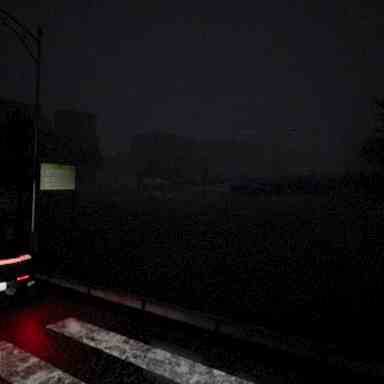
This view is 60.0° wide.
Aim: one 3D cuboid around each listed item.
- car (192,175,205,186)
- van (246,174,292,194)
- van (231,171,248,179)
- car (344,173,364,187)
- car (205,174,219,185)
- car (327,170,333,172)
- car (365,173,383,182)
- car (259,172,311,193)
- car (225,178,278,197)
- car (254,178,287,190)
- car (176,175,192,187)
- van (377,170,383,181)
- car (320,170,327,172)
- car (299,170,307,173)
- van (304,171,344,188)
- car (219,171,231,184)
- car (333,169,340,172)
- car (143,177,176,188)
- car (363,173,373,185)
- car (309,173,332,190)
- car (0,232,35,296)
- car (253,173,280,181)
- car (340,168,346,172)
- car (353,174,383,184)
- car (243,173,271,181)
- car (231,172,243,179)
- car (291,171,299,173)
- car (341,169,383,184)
[{"bbox_3d":[-0.785,-1.961,54.077,4.553,1.767,2.185,2,6,30],"label":"car"},{"bbox_3d":[9.266,-0.778,40.149,4.442,1.987,1.878,4,7,32],"label":"van"},{"bbox_3d":[8.123,-2.822,61.685,4.442,1.987,1.878,2,6,30],"label":"van"},{"bbox_3d":[23.329,-1.683,51.305,4.892,1.521,2.231,4,7,31],"label":"car"},{"bbox_3d":[1.425,-1.998,56.009,4.792,1.488,2.163,2,6,30],"label":"car"},{"bbox_3d":[30.848,-4.571,80.258,4.553,1.767,2.185,2,6,31],"label":"car"},{"bbox_3d":[34.844,-2.652,60.826,5.366,1.575,1.946,4,7,30],"label":"car"},{"bbox_3d":[11.498,-0.998,42.057,5.566,2.045,2.435,4,7,32],"label":"car"},{"bbox_3d":[6.802,-0.374,38.395,5.008,1.535,2.097,4,7,32],"label":"car"},{"bbox_3d":[11.120,-1.218,47.357,1.812,1.442,4.674,-4,6,-33],"label":"car"},{"bbox_3d":[-3.039,-1.617,52.207,4.792,1.488,2.163,2,5,30],"label":"car"},{"bbox_3d":[37.418,-3.048,62.551,4.442,1.987,1.878,4,7,30],"label":"van"},{"bbox_3d":[28.563,-4.234,78.443,4.674,1.452,2.002,2,5,31],"label":"car"},{"bbox_3d":[21.775,-3.719,72.846,4.892,1.521,2.231,2,6,30],"label":"car"},{"bbox_3d":[18.712,-1.526,47.521,4.442,1.987,1.878,4,7,32],"label":"van"},{"bbox_3d":[3.734,-2.340,57.851,4.553,1.767,2.185,2,6,30],"label":"car"},{"bbox_3d":[33.099,-4.617,82.139,5.008,1.535,2.097,2,6,31],"label":"car"},{"bbox_3d":[-5.323,-1.417,50.331,4.674,1.452,2.002,2,5,30],"label":"car"},{"bbox_3d":[25.700,-1.843,53.169,4.792,1.488,2.163,4,7,31],"label":"car"},{"bbox_3d":[16.223,-1.247,45.761,4.553,1.767,2.185,4,7,32],"label":"car"},{"bbox_3d":[-5.429,1.470,7.389,4.902,1.511,2.128,1,0,36],"label":"car"},{"bbox_3d":[15.020,-3.128,67.246,4.792,1.488,2.163,2,5,30],"label":"car"},{"bbox_3d":[35.357,-4.779,84.001,5.008,1.535,2.097,2,5,31],"label":"car"},{"bbox_3d":[30.368,-2.255,56.947,4.892,1.521,2.231,4,7,31],"label":"car"},{"bbox_3d":[12.733,-2.971,65.396,5.008,1.535,2.097,2,5,30],"label":"car"},{"bbox_3d":[5.968,-2.406,59.772,5.008,1.535,2.097,2,5,30],"label":"car"},{"bbox_3d":[19.515,-3.532,70.988,4.892,1.521,2.231,2,6,30],"label":"car"},{"bbox_3d":[28.053,-2.313,55.018,5.566,2.045,2.435,4,7,31],"label":"car"}]
